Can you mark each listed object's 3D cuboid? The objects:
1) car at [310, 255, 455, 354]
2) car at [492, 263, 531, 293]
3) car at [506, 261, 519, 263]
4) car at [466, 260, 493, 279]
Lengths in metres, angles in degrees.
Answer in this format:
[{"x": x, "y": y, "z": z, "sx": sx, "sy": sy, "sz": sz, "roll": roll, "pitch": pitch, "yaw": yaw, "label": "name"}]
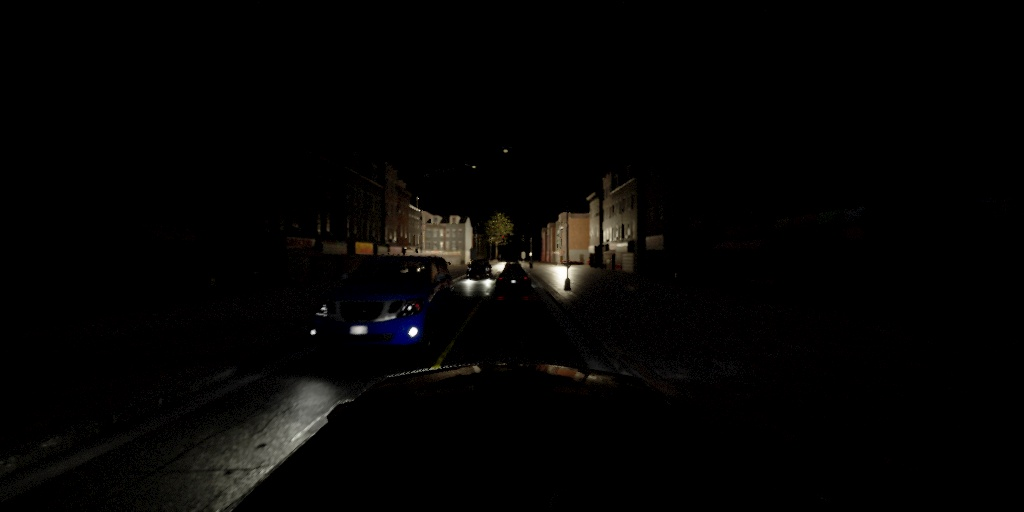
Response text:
[{"x": -2.795, "y": 0.978, "z": 9.150, "sx": 2.150, "sy": 2.045, "sz": 5.566, "roll": 0, "pitch": 0, "yaw": -1, "label": "car"}, {"x": 0.081, "y": 1.327, "z": 20.966, "sx": 1.994, "sy": 1.385, "sz": 4.181, "roll": 0, "pitch": 0, "yaw": 0, "label": "car"}, {"x": 0.077, "y": 1.256, "z": 40.293, "sx": 1.882, "sy": 1.535, "sz": 5.008, "roll": 0, "pitch": 0, "yaw": 0, "label": "car"}, {"x": -2.858, "y": 1.124, "z": 32.328, "sx": 2.097, "sy": 1.767, "sz": 4.553, "roll": 0, "pitch": 0, "yaw": 0, "label": "car"}]
